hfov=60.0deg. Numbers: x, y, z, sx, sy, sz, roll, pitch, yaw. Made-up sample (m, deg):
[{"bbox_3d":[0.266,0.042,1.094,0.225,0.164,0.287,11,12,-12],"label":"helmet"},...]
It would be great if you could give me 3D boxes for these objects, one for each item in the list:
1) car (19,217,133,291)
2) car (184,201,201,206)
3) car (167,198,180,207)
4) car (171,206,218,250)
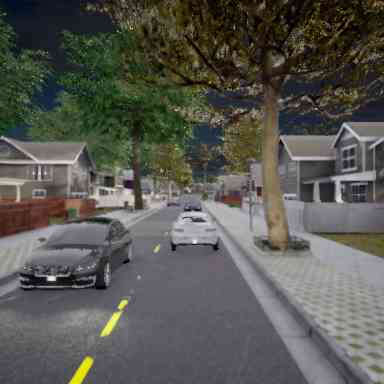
[{"bbox_3d":[-2.851,1.512,9.180,1.837,1.490,4.892,0,0,0],"label":"car"},{"bbox_3d":[0.092,1.641,35.894,1.895,1.301,4.718,0,0,0],"label":"car"},{"bbox_3d":[-2.826,1.639,51.768,1.994,1.385,4.181,0,0,0],"label":"car"},{"bbox_3d":[0.098,1.537,14.305,1.812,1.442,4.674,0,0,0],"label":"car"}]
